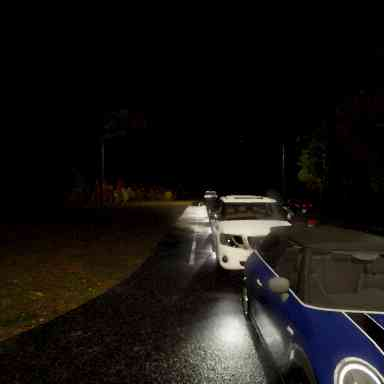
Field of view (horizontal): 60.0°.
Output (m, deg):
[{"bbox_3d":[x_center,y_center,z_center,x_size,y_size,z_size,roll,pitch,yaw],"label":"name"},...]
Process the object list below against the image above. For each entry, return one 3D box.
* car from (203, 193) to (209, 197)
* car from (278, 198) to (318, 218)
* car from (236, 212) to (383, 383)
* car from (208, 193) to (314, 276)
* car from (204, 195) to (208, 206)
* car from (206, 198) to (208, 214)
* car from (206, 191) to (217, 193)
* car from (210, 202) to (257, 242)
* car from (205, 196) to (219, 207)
[{"bbox_3d":[2.645,1.275,41.550,2.128,1.511,4.902,0,0,2],"label":"car"},{"bbox_3d":[9.292,1.336,29.660,2.128,1.511,4.902,0,0,2],"label":"car"},{"bbox_3d":[1.941,1.338,4.111,2.097,1.767,4.553,0,0,0],"label":"car"},{"bbox_3d":[1.759,1.160,10.458,2.150,2.045,5.566,0,0,1],"label":"car"},{"bbox_3d":[2.282,1.322,29.297,1.882,1.535,5.008,0,0,2],"label":"car"},{"bbox_3d":[2.106,1.380,23.044,1.837,1.490,4.892,0,0,2],"label":"car"},{"bbox_3d":[3.080,0.938,54.390,2.150,2.045,5.566,0,0,3],"label":"car"},{"bbox_3d":[1.928,1.384,16.797,1.882,1.535,5.008,0,0,2],"label":"car"},{"bbox_3d":[2.862,1.314,47.958,1.994,1.385,4.181,0,0,3],"label":"car"}]
